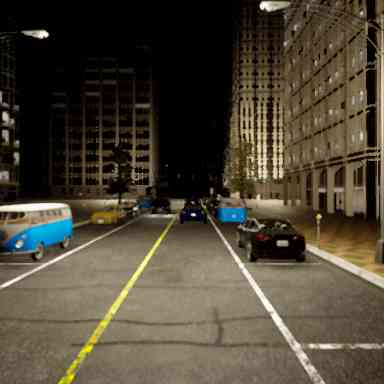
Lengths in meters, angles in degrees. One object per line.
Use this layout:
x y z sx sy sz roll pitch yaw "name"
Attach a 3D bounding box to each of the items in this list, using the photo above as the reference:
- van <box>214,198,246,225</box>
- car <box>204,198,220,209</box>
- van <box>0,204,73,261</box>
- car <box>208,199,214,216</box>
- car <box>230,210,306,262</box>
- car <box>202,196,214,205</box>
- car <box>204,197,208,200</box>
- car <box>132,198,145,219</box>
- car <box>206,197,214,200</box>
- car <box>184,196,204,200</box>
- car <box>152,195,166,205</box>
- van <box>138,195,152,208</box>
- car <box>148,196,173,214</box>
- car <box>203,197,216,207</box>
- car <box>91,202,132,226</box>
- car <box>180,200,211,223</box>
2.699 1.323 23.287 1.690 1.788 3.998 0 0 0 "van"
2.706 1.501 45.961 2.008 1.369 4.403 0 0 0 "car"
-5.686 1.335 11.952 1.690 1.788 3.998 0 0 0 "van"
2.700 1.541 28.956 1.947 1.339 4.313 0 0 0 "car"
2.695 1.559 11.950 1.947 1.339 4.313 0 0 0 "car"
2.709 1.478 57.300 2.008 1.369 4.403 0 0 0 "car"
2.704 1.485 40.464 1.752 1.417 4.829 0 0 0 "car"
-5.680 1.527 28.958 2.008 1.369 4.403 0 0 0 "car"
2.702 1.534 34.625 1.947 1.339 4.313 0 0 0 "car"
0.112 1.308 41.961 2.097 1.767 4.553 0 0 0 "car"
-5.671 1.368 57.301 1.967 1.590 4.097 0 0 0 "car"
-5.676 1.301 40.295 1.690 1.788 3.998 0 0 0 "van"
-3.086 1.494 34.676 1.812 1.442 4.674 0 0 0 "car"
2.708 1.464 51.802 1.752 1.417 4.829 0 0 0 "car"
-5.682 1.508 23.120 1.752 1.417 4.829 0 0 0 "car"
0.109 1.543 25.042 1.994 1.385 4.181 0 0 0 "car"
